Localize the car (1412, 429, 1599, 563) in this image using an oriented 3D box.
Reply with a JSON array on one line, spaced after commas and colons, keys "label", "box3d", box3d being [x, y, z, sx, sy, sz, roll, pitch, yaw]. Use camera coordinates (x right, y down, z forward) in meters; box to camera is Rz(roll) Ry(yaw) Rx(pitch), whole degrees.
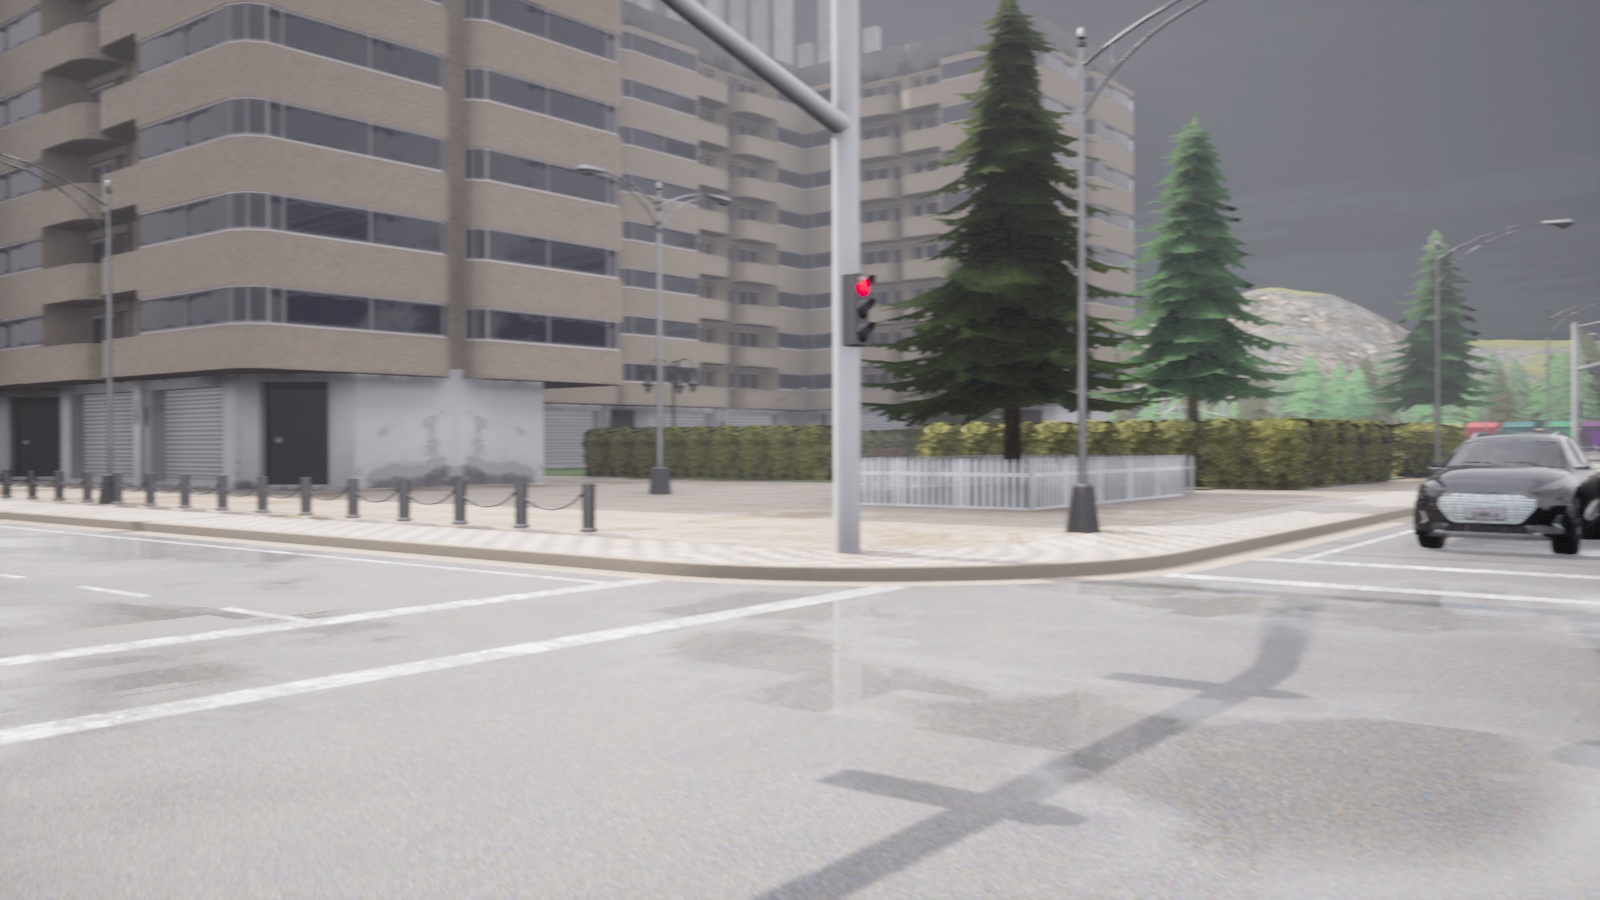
[{"label": "car", "box3d": [10.438, 0.547, 17.992, 2.033, 1.649, 4.856, 0, 0, 38]}]
